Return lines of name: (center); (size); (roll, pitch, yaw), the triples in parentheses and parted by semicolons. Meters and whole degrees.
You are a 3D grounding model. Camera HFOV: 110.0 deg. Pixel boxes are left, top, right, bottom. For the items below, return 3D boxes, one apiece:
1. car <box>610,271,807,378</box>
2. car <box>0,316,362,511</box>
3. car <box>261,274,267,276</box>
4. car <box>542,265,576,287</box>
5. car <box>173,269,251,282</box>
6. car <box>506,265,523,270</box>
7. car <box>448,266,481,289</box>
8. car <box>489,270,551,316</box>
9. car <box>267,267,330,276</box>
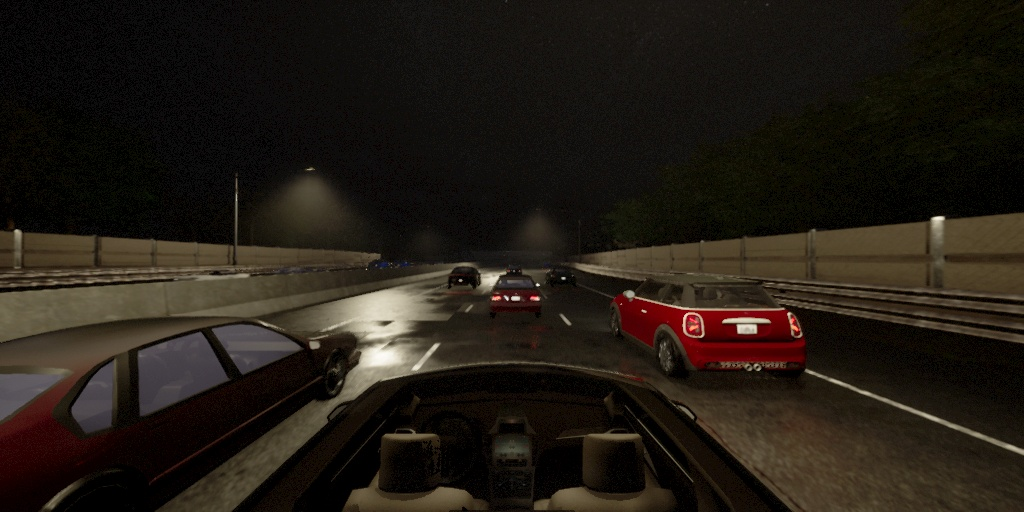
car: (3.605, 1.163, 7.621); (2.097, 1.767, 4.553); (0, -1, 0)
car: (-3.399, 1.315, 3.458); (2.033, 1.411, 5.357); (0, -1, 0)
car: (-17.530, 1.568, 28.246); (2.033, 1.411, 5.357); (0, -1, 0)
car: (3.666, 1.580, 27.503); (1.994, 1.385, 4.181); (0, -1, 0)
car: (-21.044, 1.591, 25.351); (1.895, 1.301, 4.718); (0, -1, 0)
car: (0.254, 1.704, 41.103); (2.033, 1.411, 5.357); (0, -1, 0)
car: (-3.342, 1.476, 25.894); (1.882, 1.535, 5.008); (0, -1, 0)
car: (0.115, 1.422, 13.899); (2.033, 1.411, 5.357); (0, -1, 0)
car: (-14.047, 1.534, 24.952); (2.033, 1.411, 5.357); (0, -1, 0)
